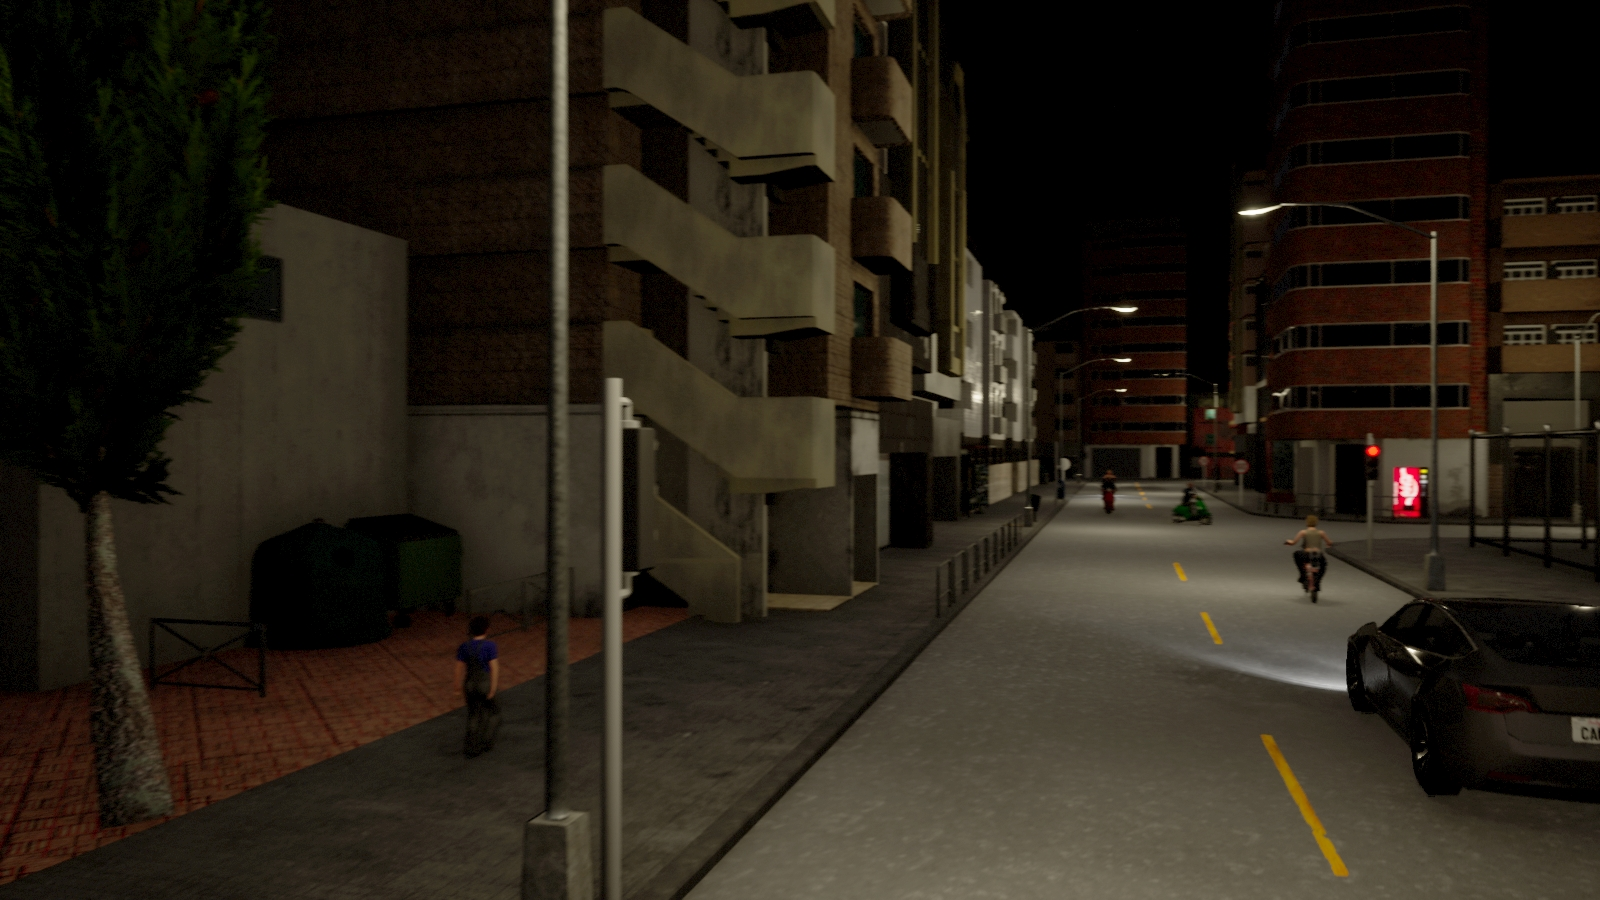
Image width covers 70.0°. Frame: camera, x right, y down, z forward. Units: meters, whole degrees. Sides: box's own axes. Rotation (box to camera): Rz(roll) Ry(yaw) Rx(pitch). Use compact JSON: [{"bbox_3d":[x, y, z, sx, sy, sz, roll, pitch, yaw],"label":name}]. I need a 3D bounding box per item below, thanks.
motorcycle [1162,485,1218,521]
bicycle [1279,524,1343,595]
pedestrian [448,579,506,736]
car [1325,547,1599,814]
[{"bbox_3d":[14.467,1.966,42.420,0.856,1.236,1.805,5,-2,-29],"label":"motorcycle"},{"bbox_3d":[9.566,2.036,21.437,0.859,1.080,1.487,0,4,15],"label":"bicycle"},{"bbox_3d":[-2.820,1.798,9.982,0.375,1.300,0.375,0,0,6],"label":"pedestrian"},{"bbox_3d":[6.359,1.846,10.423,2.163,1.488,4.792,0,0,16],"label":"car"}]
